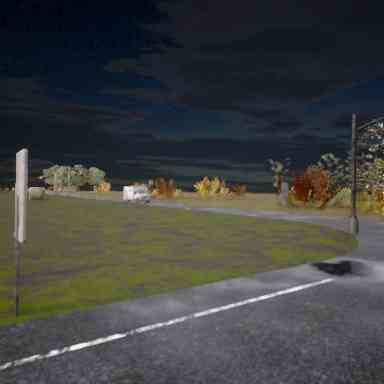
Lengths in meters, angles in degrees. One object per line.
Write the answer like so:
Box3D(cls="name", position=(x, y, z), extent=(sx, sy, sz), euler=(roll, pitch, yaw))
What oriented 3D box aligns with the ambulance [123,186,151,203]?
Box3D(cls="ambulance", position=(-8.634, 0.375, 52.381), extent=(2.351, 2.431, 6.366), euler=(2, 0, -32))
